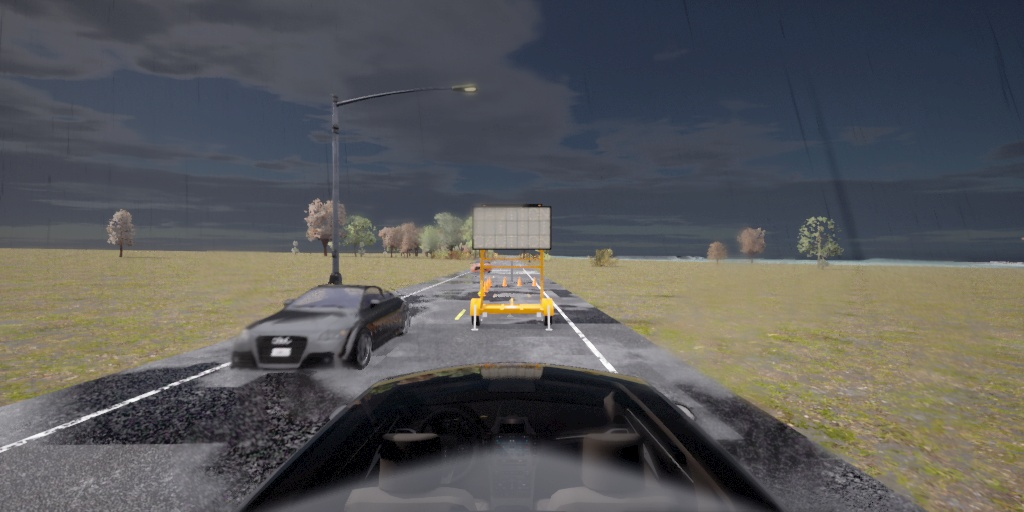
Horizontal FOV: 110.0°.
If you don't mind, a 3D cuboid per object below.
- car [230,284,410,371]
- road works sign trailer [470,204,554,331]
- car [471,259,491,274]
[{"bbox_3d":[-3.602,1.314,7.591,1.994,1.385,4.181,0,0,0],"label":"car"},{"bbox_3d":[-0.003,0.215,11.018,2.380,3.560,2.880,0,0,0],"label":"road works sign trailer"},{"bbox_3d":[-3.511,1.103,41.152,2.097,1.767,4.553,0,0,0],"label":"car"}]
